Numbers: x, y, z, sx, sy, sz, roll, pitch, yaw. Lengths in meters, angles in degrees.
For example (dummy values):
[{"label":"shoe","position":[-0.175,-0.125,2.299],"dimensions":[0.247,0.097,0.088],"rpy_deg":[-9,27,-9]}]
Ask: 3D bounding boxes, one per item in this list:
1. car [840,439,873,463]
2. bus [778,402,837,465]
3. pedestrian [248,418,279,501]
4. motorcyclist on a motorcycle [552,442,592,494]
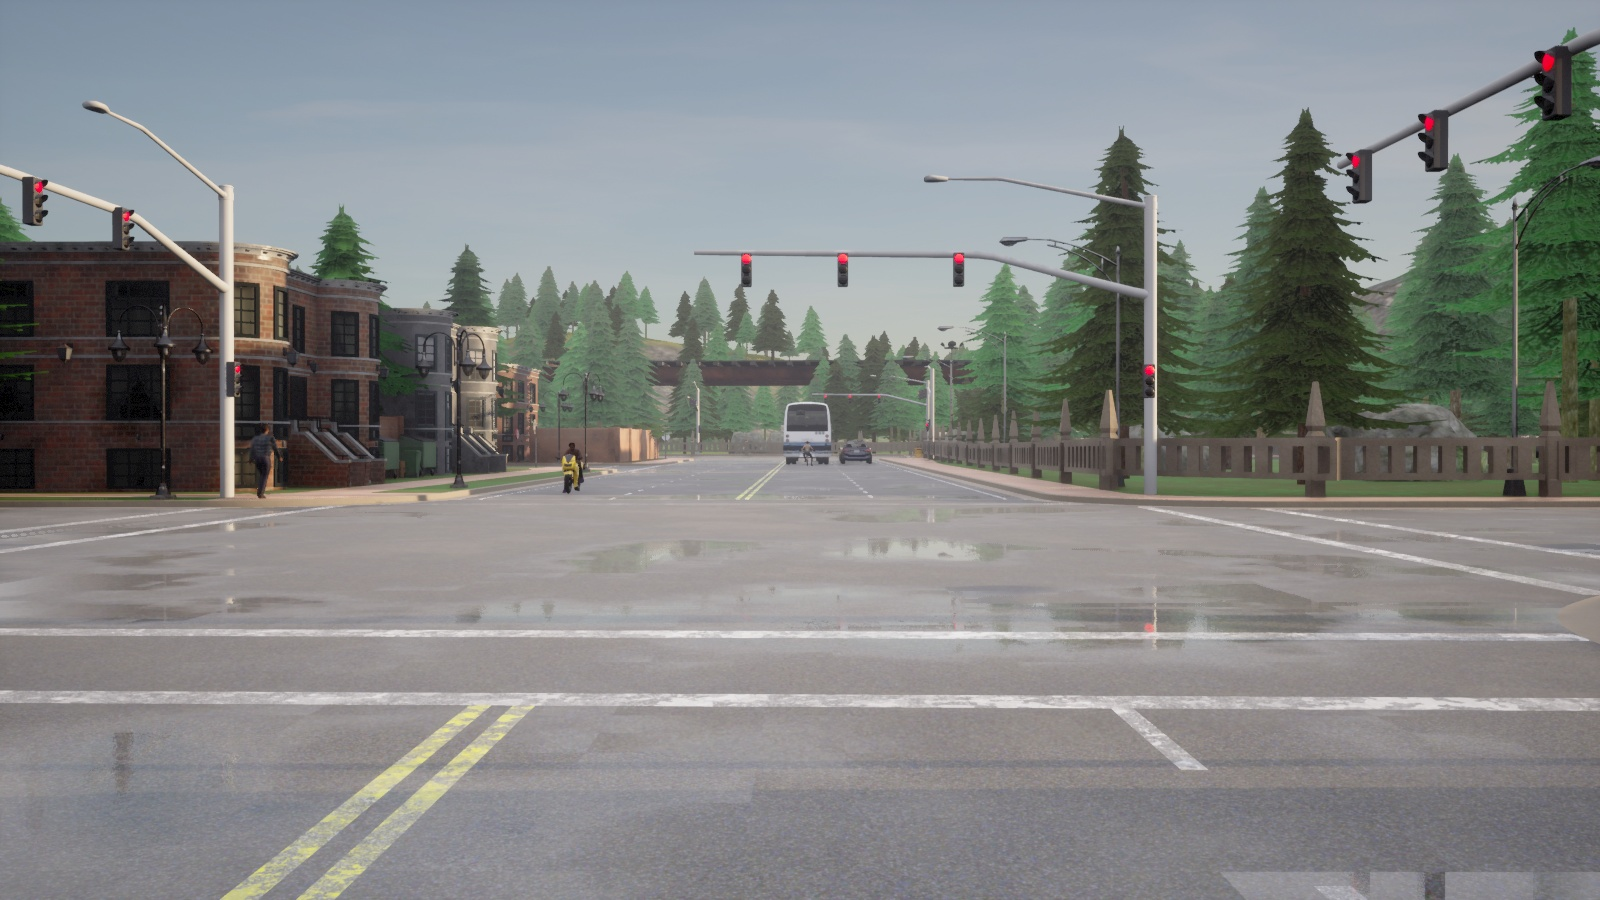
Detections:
[{"label":"car","position":[4.025,0.083,90.532],"dimensions":[2.242,1.667,4.611],"rpy_deg":[0,0,1]},{"label":"bus","position":[0.524,-1.136,89.810],"dimensions":[3.944,4.253,10.273],"rpy_deg":[0,0,0]},{"label":"pedestrian","position":[-12.849,0.218,30.096],"dimensions":[0.423,1.949,0.788],"rpy_deg":[0,0,-2]},{"label":"motorcyclist on a motorcycle","position":[-6.774,0.512,37.430],"dimensions":[0.797,1.523,2.044],"rpy_deg":[0,0,0]}]
